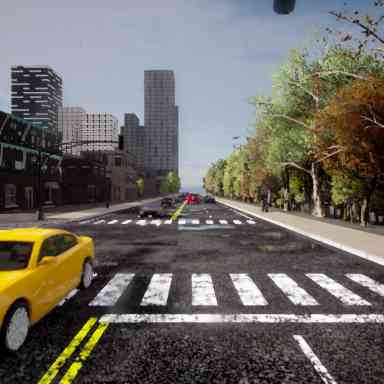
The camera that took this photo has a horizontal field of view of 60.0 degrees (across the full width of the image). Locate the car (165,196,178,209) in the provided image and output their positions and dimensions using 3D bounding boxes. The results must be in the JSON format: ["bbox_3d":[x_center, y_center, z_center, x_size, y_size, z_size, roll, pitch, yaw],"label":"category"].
[{"bbox_3d":[-3.254,1.489,44.960,1.837,1.490,4.892,0,0,0],"label":"car"}]

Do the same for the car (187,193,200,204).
[{"bbox_3d":[0.228,1.198,62.214,2.150,2.045,5.566,0,0,1],"label":"car"}]

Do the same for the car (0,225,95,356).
[{"bbox_3d":[-3.337,1.476,6.248,1.882,1.535,5.008,0,0,0],"label":"car"}]

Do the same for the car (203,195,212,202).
[{"bbox_3d":[3.402,1.470,73.082,1.837,1.490,4.892,0,0,0],"label":"car"}]

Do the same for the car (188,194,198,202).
[{"bbox_3d":[0.164,1.325,72.781,2.097,1.767,4.553,0,0,0],"label":"car"}]

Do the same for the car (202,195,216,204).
[{"bbox_3d":[3.482,1.540,63.126,1.994,1.385,4.181,0,0,0],"label":"car"}]

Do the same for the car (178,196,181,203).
[{"bbox_3d":[-3.127,1.539,65.699,1.994,1.385,4.181,0,0,1],"label":"car"}]

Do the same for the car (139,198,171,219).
[{"bbox_3d":[-3.291,1.539,28.935,2.033,1.411,5.357,0,0,0],"label":"car"}]
